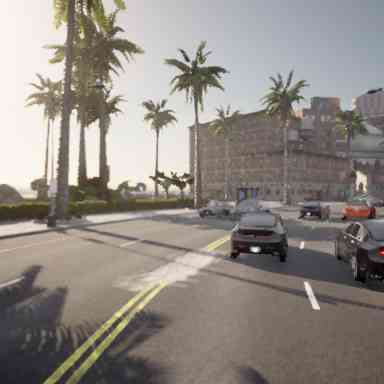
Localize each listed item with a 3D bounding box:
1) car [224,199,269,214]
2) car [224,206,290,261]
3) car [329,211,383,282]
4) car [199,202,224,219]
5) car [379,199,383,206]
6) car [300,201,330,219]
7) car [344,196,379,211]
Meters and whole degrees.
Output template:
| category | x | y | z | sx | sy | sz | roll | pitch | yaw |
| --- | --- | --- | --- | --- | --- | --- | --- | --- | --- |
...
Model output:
| category | x | y | z | sx | sy | sz | roll | pitch | yaw |
| --- | --- | --- | --- | --- | --- | --- | --- | --- | --- |
| car | 4.665 | 1.377 | 26.413 | 2.097 | 1.767 | 4.553 | 1 | 0 | 30 |
| car | 2.636 | 1.521 | 12.553 | 1.837 | 1.490 | 4.892 | 0 | 0 | 17 |
| car | 5.387 | 1.553 | 9.608 | 1.837 | 1.490 | 4.892 | 0 | 0 | 15 |
| car | 2.286 | 1.562 | 29.297 | 1.994 | 1.385 | 4.181 | 1 | 0 | 31 |
| car | 32.566 | 1.884 | 56.433 | 4.718 | 1.301 | 1.895 | 1 | 0 | -40 |
| car | 11.096 | 1.593 | 29.904 | 1.837 | 1.490 | 4.892 | 0 | 0 | 33 |
| car | 14.500 | 1.476 | 28.698 | 2.097 | 1.767 | 4.553 | 1 | 0 | 34 |
